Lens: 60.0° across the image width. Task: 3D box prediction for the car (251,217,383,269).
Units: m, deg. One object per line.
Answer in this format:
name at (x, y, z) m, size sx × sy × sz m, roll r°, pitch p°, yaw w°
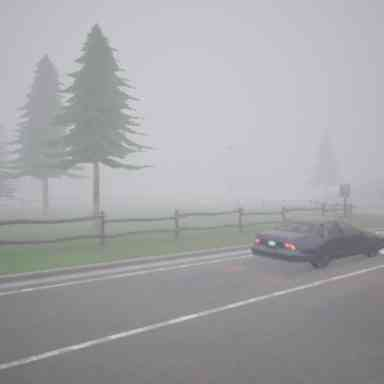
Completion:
car at (4.405, 1.565, 11.233) m, size 5.357 × 1.411 × 2.033 m, roll 0°, pitch 0°, yaw -35°
